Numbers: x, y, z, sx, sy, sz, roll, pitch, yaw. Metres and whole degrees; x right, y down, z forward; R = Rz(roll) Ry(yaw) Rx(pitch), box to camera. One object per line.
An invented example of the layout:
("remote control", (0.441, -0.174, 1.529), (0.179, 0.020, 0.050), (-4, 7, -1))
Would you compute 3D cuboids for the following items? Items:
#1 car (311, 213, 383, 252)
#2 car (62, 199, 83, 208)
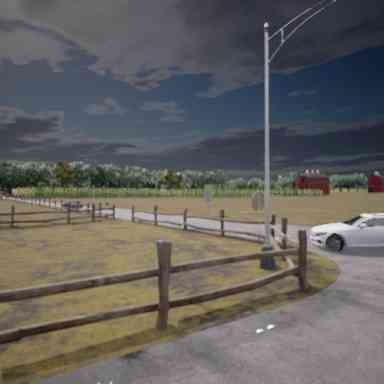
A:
("car", (7.289, 1.604, 13.500), (4.674, 1.442, 1.812), (-1, 1, 12))
("car", (-18.156, 1.758, 50.339), (2.033, 1.411, 5.357), (-1, 1, -35))
